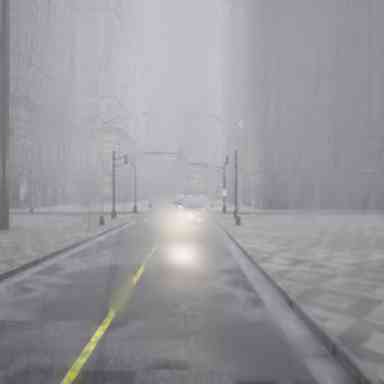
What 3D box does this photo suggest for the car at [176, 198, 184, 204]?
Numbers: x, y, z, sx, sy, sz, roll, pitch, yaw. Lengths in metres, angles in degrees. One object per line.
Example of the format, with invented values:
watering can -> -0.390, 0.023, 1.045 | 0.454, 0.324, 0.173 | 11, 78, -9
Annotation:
car -> -2.982, 2.161, 82.433 | 1.994, 1.385, 4.181 | 0, 0, 0

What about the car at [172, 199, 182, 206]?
car -> -2.986, 2.100, 66.968 | 1.895, 1.301, 4.718 | 0, 0, 0
